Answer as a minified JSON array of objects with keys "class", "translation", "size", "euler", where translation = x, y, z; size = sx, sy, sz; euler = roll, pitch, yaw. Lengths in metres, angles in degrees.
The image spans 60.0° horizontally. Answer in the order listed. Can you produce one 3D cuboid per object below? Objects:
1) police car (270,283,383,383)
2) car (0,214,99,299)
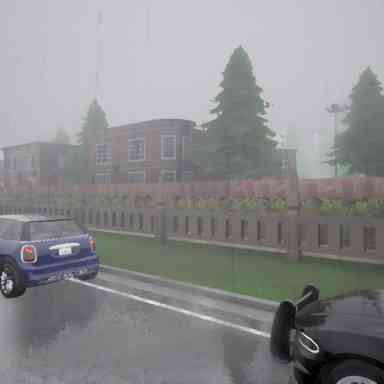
[{"class":"police car","translation":[3.259,1.425,2.711],"size":[5.238,1.638,1.930],"euler":[0,0,38]},{"class":"car","translation":[-4.519,1.351,8.770],"size":[4.553,1.767,2.097],"euler":[0,0,38]}]
